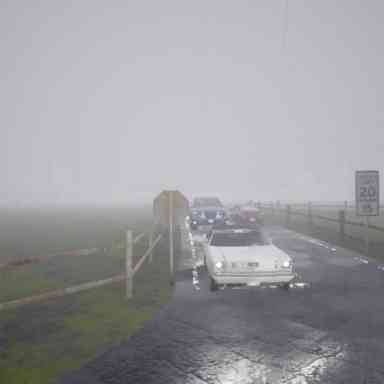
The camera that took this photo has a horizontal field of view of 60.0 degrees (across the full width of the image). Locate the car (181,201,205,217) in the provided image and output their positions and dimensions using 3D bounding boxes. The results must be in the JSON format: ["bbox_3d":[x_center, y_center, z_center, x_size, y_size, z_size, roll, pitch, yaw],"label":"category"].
[{"bbox_3d":[-0.032,1.725,35.626,2.033,1.411,5.357,-1,0,-5],"label":"car"}]

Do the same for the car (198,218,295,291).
[{"bbox_3d":[1.285,1.643,9.266,1.895,1.301,4.718,-1,0,0],"label":"car"}]

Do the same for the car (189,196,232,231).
[{"bbox_3d":[0.952,1.324,21.781,2.150,2.045,5.566,-1,0,-3],"label":"car"}]

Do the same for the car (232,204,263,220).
[{"bbox_3d":[3.737,1.602,23.522,1.812,1.442,4.674,-1,0,-3],"label":"car"}]
